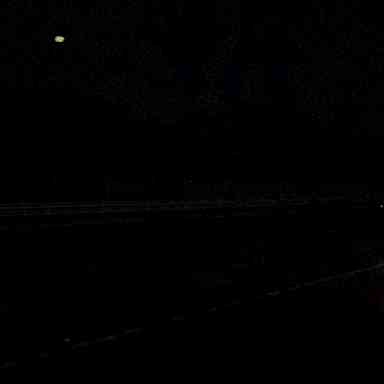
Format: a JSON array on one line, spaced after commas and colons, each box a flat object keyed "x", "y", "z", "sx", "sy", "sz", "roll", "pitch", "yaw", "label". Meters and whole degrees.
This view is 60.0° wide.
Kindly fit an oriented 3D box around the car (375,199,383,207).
[{"x": 25.682, "y": 1.352, "z": 42.630, "sx": 5.357, "sy": 1.411, "sz": 2.033, "roll": 0, "pitch": 0, "yaw": -33, "label": "car"}]
